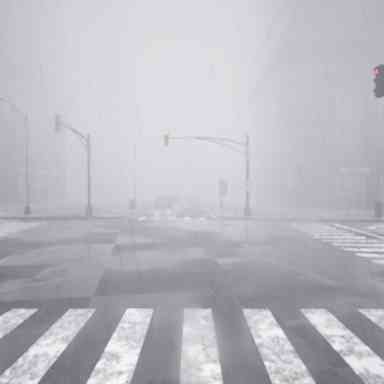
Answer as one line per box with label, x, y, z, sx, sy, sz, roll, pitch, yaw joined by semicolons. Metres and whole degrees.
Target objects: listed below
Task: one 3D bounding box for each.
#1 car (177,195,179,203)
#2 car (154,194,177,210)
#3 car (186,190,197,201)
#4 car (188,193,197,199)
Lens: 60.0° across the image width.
car;-3.026;1.040;53.224;2.033;1.411;5.357;0;1;0
car;-3.078;1.193;37.034;2.033;1.411;5.357;0;1;0
car;0.071;0.926;63.047;1.812;1.442;4.674;0;1;0
car;0.091;0.864;73.077;1.895;1.301;4.718;0;1;0
